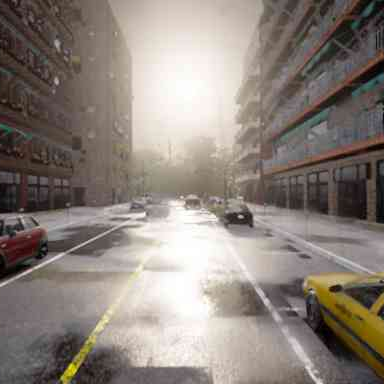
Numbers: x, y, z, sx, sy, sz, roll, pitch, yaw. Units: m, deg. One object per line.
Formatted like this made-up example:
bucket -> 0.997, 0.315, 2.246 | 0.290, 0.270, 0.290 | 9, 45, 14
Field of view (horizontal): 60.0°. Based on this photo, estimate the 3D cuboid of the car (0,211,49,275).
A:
car -> -5.698, 1.382, 9.307 | 1.967, 1.590, 4.097 | 1, 0, 0

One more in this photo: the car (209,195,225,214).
car -> 2.835, 1.330, 31.718 | 1.752, 1.417, 4.829 | 1, 0, 0

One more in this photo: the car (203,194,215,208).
car -> 2.834, 1.289, 42.684 | 2.008, 1.369, 4.403 | 1, 0, 0

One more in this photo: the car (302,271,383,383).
car -> 2.709, 1.500, 3.878 | 1.752, 1.417, 4.829 | 1, 0, 0

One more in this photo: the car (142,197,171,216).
car -> -3.009, 1.416, 29.898 | 1.895, 1.301, 4.718 | 0, 0, 0

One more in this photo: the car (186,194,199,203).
car -> 0.078, 1.137, 57.989 | 2.128, 1.511, 4.902 | 0, 0, -1

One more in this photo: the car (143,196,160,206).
car -> -5.814, 1.271, 48.285 | 1.947, 1.339, 4.313 | 1, 0, 0

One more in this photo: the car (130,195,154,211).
car -> -5.813, 1.322, 37.148 | 2.008, 1.369, 4.403 | 1, 0, 0

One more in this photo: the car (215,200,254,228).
car -> 2.770, 1.435, 21.054 | 1.947, 1.339, 4.313 | 1, 0, 0

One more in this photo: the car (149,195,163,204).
car -> -5.814, 1.253, 53.853 | 1.802, 1.307, 4.206 | 1, 0, 0

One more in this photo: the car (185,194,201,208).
car -> 0.097, 1.220, 41.919 | 1.882, 1.535, 5.008 | 0, 1, 0

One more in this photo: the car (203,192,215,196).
car -> 2.836, 0.987, 53.818 | 2.192, 1.841, 5.009 | 1, 0, 0

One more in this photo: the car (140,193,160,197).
car -> -5.810, 1.053, 42.715 | 2.192, 1.841, 5.009 | 1, 0, 0
